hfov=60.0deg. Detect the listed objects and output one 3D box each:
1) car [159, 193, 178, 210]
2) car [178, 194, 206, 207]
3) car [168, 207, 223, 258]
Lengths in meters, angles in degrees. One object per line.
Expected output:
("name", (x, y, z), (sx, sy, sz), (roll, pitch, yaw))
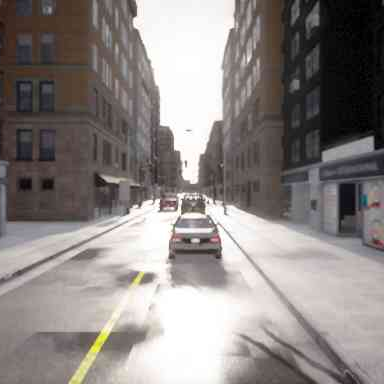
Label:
("car", (-2.751, 1.146, 40.828), (2.150, 2.045, 5.566), (0, 0, 0))
("car", (0.100, 1.163, 30.399), (2.150, 2.045, 5.566), (0, 0, 0))
("car", (0.100, 1.524, 12.606), (2.033, 1.411, 5.357), (0, 0, 0))
